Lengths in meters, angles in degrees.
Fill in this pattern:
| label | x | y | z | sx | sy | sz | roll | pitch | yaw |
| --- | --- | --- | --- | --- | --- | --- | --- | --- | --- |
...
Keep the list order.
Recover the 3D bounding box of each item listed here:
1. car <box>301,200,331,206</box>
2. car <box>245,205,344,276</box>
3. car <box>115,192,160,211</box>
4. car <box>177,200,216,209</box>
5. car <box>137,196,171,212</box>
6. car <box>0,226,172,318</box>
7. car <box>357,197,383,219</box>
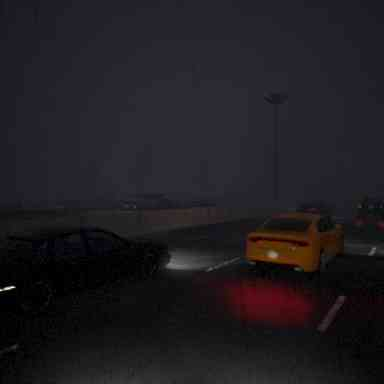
| label | x | y | z | sx | sy | sz | roll | pitch | yaw |
| --- | --- | --- | --- | --- | --- | --- | --- | --- | --- |
| car | 9.625 | 1.406 | 26.021 | 1.837 | 1.490 | 4.892 | 0 | 0 | 34 |
| car | 3.355 | 1.385 | 10.238 | 1.882 | 1.535 | 5.008 | 0 | 0 | 34 |
| car | -6.454 | 1.057 | 40.113 | 2.150 | 2.045 | 5.566 | 0 | 0 | 34 |
| car | 0.693 | 1.387 | 31.900 | 1.812 | 1.442 | 4.674 | 0 | 0 | 34 |
| car | -3.074 | 1.367 | 32.555 | 1.812 | 1.442 | 4.674 | 0 | 0 | 34 |
| car | -2.712 | 1.477 | 7.421 | 2.033 | 1.411 | 5.357 | 0 | 1 | 34 |
| car | 15.776 | 1.296 | 28.963 | 2.097 | 1.767 | 4.553 | 0 | 0 | 34 |
